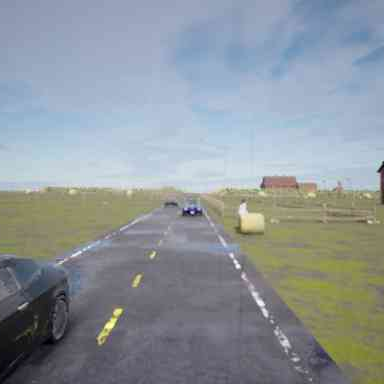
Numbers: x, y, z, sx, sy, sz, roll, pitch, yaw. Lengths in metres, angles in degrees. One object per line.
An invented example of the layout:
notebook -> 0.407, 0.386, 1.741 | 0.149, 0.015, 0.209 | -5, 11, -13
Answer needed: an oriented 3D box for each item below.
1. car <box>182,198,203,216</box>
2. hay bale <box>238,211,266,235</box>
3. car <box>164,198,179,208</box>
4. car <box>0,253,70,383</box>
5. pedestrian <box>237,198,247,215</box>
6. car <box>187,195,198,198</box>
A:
car -> 0.047, 1.510, 31.375 | 1.895, 1.301, 4.718 | 0, 0, 0
hay bale -> 3.115, 1.605, 17.479 | 1.220, 1.180, 1.240 | -1, -1, 0
car -> -2.834, 1.469, 45.968 | 1.895, 1.301, 4.718 | 0, 0, 0
car -> -2.851, 1.515, 3.643 | 1.812, 1.442, 4.674 | 0, 0, 0
pedestrian -> 2.825, 1.252, 18.585 | 0.375, 1.860, 0.375 | 1, -1, 2
car -> 0.035, 1.219, 45.852 | 2.097, 1.767, 4.553 | 0, 0, 0
